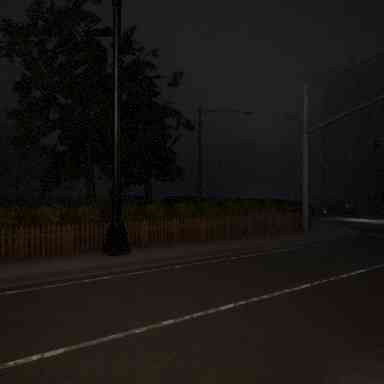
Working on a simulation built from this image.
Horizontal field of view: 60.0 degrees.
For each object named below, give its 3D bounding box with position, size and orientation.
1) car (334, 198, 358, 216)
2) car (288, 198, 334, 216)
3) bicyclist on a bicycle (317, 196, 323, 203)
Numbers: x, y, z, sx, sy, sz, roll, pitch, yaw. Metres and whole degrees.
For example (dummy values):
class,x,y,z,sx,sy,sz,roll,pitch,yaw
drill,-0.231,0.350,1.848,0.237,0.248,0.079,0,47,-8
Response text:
class,x,y,z,sx,sy,sz,roll,pitch,yaw
car,13.729,1.352,32.691,2.097,1.767,4.553,0,0,-35
car,10.266,1.491,31.192,2.128,1.511,4.902,0,0,-35
bicyclist on a bicycle,16.101,1.303,42.071,1.656,1.620,0.582,0,0,-35
